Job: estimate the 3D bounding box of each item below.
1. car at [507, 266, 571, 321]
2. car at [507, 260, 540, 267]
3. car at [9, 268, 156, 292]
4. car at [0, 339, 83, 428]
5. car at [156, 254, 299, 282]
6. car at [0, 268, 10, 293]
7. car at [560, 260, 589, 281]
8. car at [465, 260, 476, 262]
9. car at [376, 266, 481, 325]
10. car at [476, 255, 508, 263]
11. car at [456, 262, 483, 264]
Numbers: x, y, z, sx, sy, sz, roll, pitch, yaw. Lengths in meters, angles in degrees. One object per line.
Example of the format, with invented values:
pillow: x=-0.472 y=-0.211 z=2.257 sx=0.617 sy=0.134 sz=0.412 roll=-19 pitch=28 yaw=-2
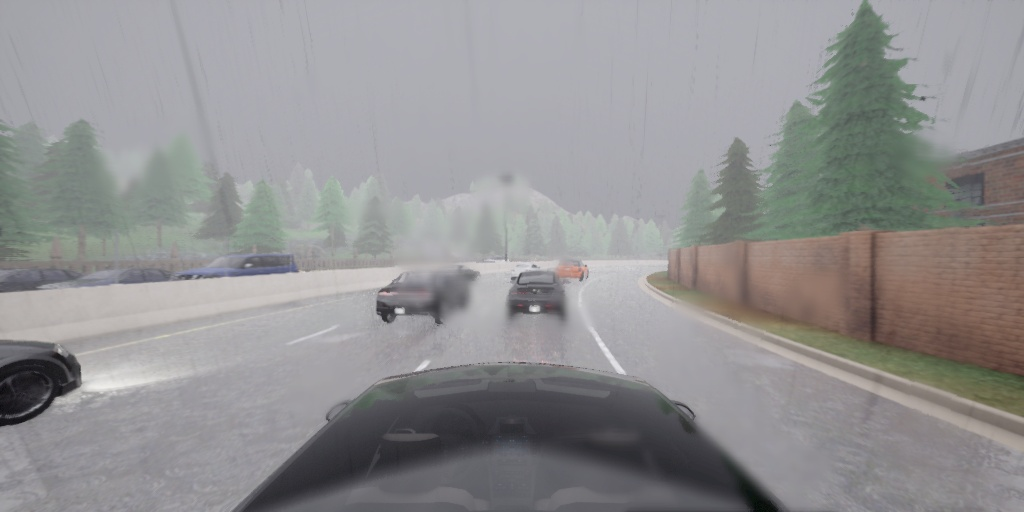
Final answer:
car: x=0.972 y=1.253 z=12.549 sx=1.837 sy=1.490 sz=4.892 roll=0 pitch=0 yaw=7
car: x=1.237 y=1.265 z=29.328 sx=1.812 sy=1.442 sz=4.674 roll=0 pitch=0 yaw=18
car: x=-16.513 y=1.213 z=15.339 sx=2.033 sy=1.411 sz=5.357 roll=0 pitch=0 yaw=8
car: x=-6.744 y=1.282 z=2.984 sx=1.994 sy=1.385 sz=4.181 roll=0 pitch=0 yaw=1
car: x=-12.719 y=0.903 z=16.983 sx=2.150 sy=2.045 sz=5.566 roll=0 pitch=0 yaw=9
car: x=-20.122 y=1.196 z=14.757 sx=2.033 sy=1.411 sz=5.357 roll=0 pitch=0 yaw=7
car: x=5.139 y=1.109 z=29.918 sx=2.097 sy=1.767 sz=4.553 roll=0 pitch=0 yaw=18
car: x=-6.604 y=1.289 z=55.091 sx=1.895 sy=1.301 sz=4.718 roll=0 pitch=0 yaw=30
car: x=-2.632 y=1.223 z=11.761 sx=2.128 sy=1.511 sz=4.902 roll=0 pitch=0 yaw=7
car: x=-2.571 y=0.927 z=55.021 sx=2.150 sy=2.045 sz=5.566 roll=0 pitch=0 yaw=31
car: x=-3.746 y=1.320 z=24.850 sx=1.895 sy=1.301 sz=4.718 roll=0 pitch=0 yaw=14
